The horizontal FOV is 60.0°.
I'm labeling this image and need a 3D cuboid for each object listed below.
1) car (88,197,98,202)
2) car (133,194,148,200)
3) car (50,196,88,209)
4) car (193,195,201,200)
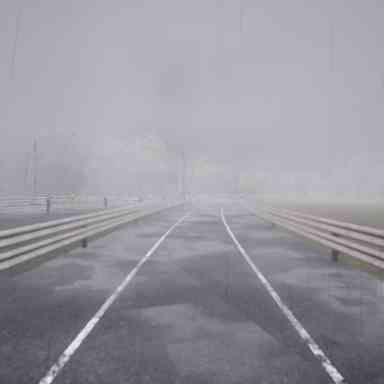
[{"bbox_3d":[-15.969,1.366,50.292,1.994,1.385,4.181,0,0,16],"label":"car"},{"bbox_3d":[-11.832,1.266,76.263,2.097,1.767,4.553,0,0,18],"label":"car"},{"bbox_3d":[-15.172,1.257,39.910,2.128,1.511,4.902,0,0,15],"label":"car"},{"bbox_3d":[1.814,1.524,95.091,1.994,1.385,4.181,0,0,19],"label":"car"}]
